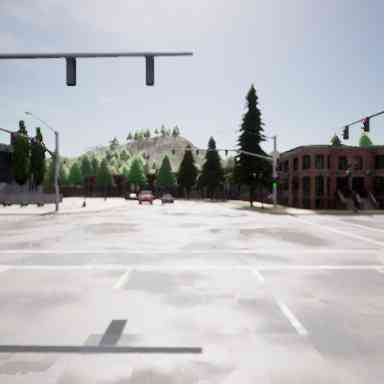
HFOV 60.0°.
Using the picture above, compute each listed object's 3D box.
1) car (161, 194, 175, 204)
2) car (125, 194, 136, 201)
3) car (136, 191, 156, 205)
[{"bbox_3d":[-3.934,1.175,53.953,1.837,1.490,4.892,0,0,-8],"label":"car"},{"bbox_3d":[-12.121,1.128,67.561,2.033,1.411,5.357,0,0,-28],"label":"car"},{"bbox_3d":[-7.186,0.903,52.213,2.150,2.045,5.566,0,0,-7],"label":"car"}]
